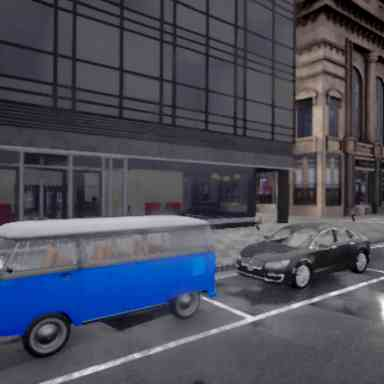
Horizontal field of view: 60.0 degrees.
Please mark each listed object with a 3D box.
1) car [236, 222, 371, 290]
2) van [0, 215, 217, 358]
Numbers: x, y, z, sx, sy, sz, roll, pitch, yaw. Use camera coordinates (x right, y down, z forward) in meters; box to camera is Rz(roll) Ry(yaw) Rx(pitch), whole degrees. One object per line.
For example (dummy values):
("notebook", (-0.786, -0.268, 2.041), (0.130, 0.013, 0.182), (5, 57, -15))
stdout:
("car", (3.139, 1.541, 8.997), (4.403, 1.369, 2.008), (0, 1, -36))
("van", (-1.438, 1.339, 5.728), (3.998, 1.788, 1.690), (0, 1, -36))
